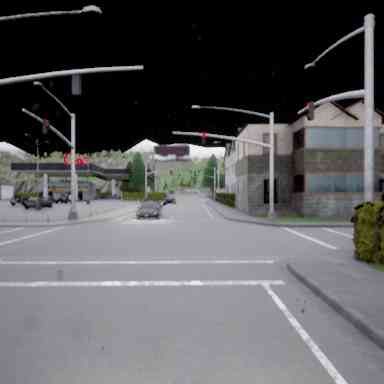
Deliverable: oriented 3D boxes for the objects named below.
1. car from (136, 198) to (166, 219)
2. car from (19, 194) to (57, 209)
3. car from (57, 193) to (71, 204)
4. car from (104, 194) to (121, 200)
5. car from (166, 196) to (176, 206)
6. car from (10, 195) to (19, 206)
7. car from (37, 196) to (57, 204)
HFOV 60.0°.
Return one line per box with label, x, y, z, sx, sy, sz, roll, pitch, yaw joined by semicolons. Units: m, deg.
car;-3.492;1.493;27.945;1.837;1.490;4.892;0;2;0
car;-18.910;1.394;41.066;2.007;1.523;4.514;0;0;0
car;-22.608;1.132;58.936;1.905;1.878;3.866;0;0;0
car;-22.143;1.456;92.939;4.611;1.667;2.242;0;0;0
car;-3.484;1.387;53.521;2.033;1.411;5.357;0;0;0
car;-25.876;1.170;51.060;1.932;1.855;4.605;0;0;0
car;-25.934;1.414;59.540;1.970;1.475;3.806;0;0;0
